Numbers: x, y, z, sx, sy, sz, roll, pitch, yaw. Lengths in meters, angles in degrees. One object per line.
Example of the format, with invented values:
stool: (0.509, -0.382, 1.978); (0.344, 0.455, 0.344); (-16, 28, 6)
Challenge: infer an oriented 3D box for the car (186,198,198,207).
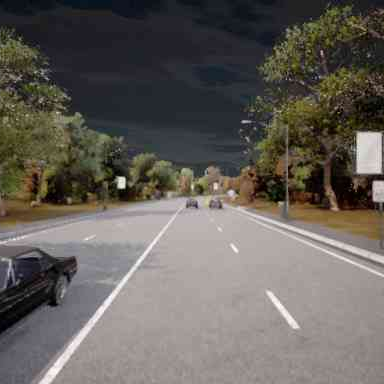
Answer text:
car: (0.008, 1.790, 60.137); (2.128, 1.511, 4.902); (0, 0, 0)

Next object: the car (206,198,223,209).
car: (3.506, 1.760, 49.721); (2.128, 1.511, 4.902); (0, 0, 0)

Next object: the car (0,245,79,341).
car: (-3.541, 1.631, 5.369); (1.895, 1.301, 4.718); (0, 0, 1)

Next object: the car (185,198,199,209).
car: (0.006, 1.774, 49.721); (1.837, 1.490, 4.892); (0, 0, 0)

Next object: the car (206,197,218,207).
car: (3.508, 1.775, 60.131); (1.882, 1.535, 5.008); (0, 0, 0)
